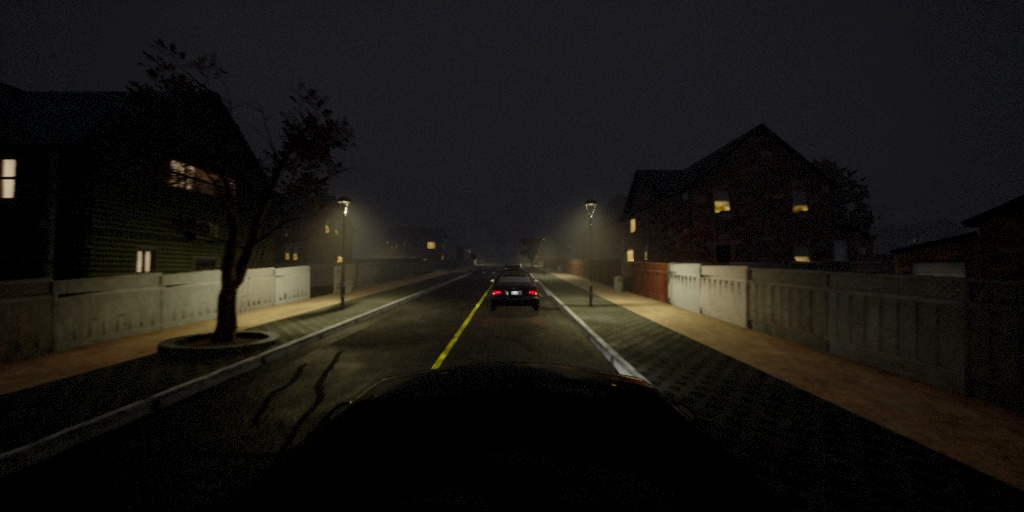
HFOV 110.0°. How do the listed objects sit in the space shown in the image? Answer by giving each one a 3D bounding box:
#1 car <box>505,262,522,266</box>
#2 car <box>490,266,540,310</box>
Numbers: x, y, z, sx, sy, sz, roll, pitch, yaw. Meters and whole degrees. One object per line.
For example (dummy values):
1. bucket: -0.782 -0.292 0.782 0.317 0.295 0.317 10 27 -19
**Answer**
1. car: 0.099 1.263 31.761 2.128 1.511 4.902 0 0 0
2. car: 0.099 1.298 14.613 2.033 1.411 5.357 0 0 0
